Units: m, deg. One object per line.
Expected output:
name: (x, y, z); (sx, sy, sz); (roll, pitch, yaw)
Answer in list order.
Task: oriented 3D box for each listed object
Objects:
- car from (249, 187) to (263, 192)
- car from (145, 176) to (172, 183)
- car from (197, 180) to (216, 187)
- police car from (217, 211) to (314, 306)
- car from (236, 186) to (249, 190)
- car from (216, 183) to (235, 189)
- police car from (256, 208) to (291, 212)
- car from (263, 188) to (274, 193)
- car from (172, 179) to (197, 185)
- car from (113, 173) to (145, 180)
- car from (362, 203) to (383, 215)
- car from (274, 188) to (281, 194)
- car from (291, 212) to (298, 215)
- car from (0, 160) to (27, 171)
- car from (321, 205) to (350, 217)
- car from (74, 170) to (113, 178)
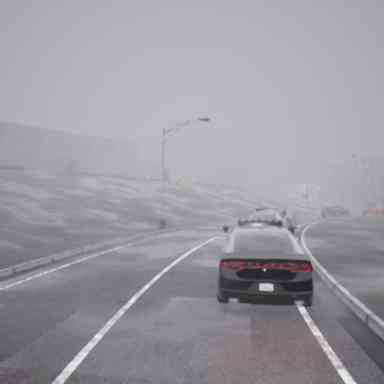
car: (13.146, -0.326, 75.042); (2.231, 1.521, 4.892); (-4, -6, 42)
car: (-6.225, -1.838, 55.259); (4.674, 1.452, 2.002); (4, -6, -42)
car: (1.762, -1.405, 62.916); (4.553, 1.767, 2.185); (4, -6, -44)
police car: (1.719, 1.516, 8.453); (1.930, 1.638, 5.238); (-1, -1, 9)
car: (9.527, -0.604, 71.015); (2.002, 1.452, 4.674); (-4, -6, 43)
car: (5.756, -0.929, 66.998); (2.163, 1.488, 4.792); (-4, -6, 44)
police car: (4.005, 1.667, 17.720); (1.930, 1.638, 5.238); (-1, -1, 19)
car: (16.813, -0.096, 79.318); (2.185, 1.767, 4.553); (-4, -6, 40)
car: (-2.182, -1.582, 59.050); (5.008, 1.535, 2.097); (4, -6, -43)
car: (-10.348, -2.162, 51.560); (4.892, 1.521, 2.231); (4, -6, -41)
car: (27.096, 2.472, 49.239); (4.553, 1.767, 2.097); (2, -5, -40)
car: (20.386, 0.159, 83.638); (2.435, 2.045, 5.566); (-4, -6, 39)
car: (6.064, 1.852, 22.945); (1.837, 1.490, 4.892); (-2, -2, 24)
car: (-22.798, -3.035, 40.826); (4.553, 1.767, 2.185); (3, -6, -41)
car: (17.735, 2.341, 41.057); (4.892, 1.490, 1.837); (1, -4, -41)
car: (-14.519, -2.421, 47.954); (4.892, 1.521, 2.231); (3, -6, -41)
